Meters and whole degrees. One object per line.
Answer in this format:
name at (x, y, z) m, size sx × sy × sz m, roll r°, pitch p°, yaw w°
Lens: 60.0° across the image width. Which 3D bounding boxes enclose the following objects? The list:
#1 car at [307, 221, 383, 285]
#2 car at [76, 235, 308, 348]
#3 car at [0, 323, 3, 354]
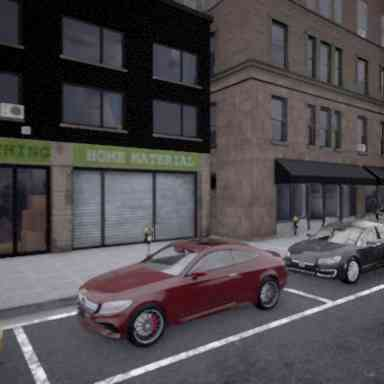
car at (4.455, 1.529, 9.363) m, size 4.403 × 1.369 × 2.008 m, roll 0°, pitch 0°, yaw -35°
car at (0.048, 1.574, 6.221) m, size 4.206 × 1.307 × 1.802 m, roll 0°, pitch 0°, yaw -35°
car at (-4.498, 1.530, 2.980) m, size 4.829 × 1.417 × 1.752 m, roll 0°, pitch 0°, yaw -35°
